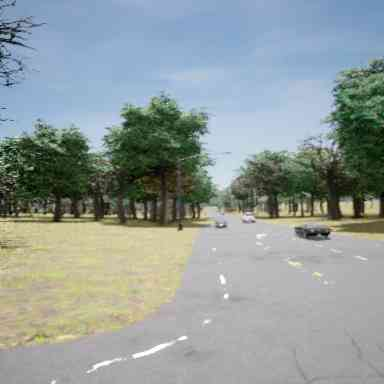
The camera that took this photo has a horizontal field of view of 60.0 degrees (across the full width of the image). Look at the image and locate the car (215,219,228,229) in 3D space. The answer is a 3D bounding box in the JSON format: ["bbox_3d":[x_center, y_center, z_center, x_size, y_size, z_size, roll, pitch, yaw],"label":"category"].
[{"bbox_3d":[4.574,4.966,52.458,2.128,1.511,4.902,-2,-4,4],"label":"car"}]

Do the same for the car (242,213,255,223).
[{"bbox_3d":[12.191,5.630,72.135,2.150,2.045,5.566,-2,-3,2],"label":"car"}]

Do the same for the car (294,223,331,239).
[{"bbox_3d":[10.543,3.381,29.540,1.895,1.301,4.718,-2,-4,2],"label":"car"}]
